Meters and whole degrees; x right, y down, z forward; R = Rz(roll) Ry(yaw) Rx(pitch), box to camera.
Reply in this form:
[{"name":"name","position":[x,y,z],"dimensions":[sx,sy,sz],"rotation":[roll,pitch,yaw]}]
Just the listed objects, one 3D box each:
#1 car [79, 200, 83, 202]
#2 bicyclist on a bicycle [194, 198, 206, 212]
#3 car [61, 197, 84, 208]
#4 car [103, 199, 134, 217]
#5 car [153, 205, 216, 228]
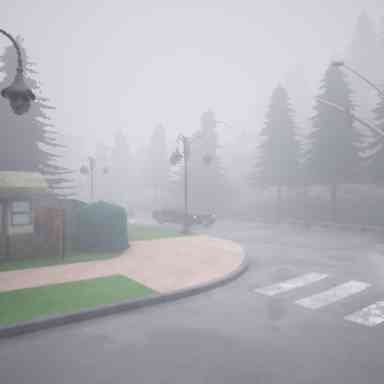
[{"name":"car","position":[-13.471,1.470,37.848],"dimensions":[2.033,1.411,5.357],"rotation":[0,0,-38]},{"name":"bicyclist on a bicycle","position":[0.741,1.428,31.297],"dimensions":[1.656,1.620,0.582],"rotation":[1,-1,-38]},{"name":"car","position":[-17.655,1.510,49.103],"dimensions":[1.994,1.385,4.181],"rotation":[0,0,-38]},{"name":"car","position":[-6.901,1.412,29.518],"dimensions":[2.128,1.511,4.902],"rotation":[0,0,-38]},{"name":"car","position":[-0.573,1.520,21.492],"dimensions":[1.895,1.301,4.718],"rotation":[0,0,-38]}]
